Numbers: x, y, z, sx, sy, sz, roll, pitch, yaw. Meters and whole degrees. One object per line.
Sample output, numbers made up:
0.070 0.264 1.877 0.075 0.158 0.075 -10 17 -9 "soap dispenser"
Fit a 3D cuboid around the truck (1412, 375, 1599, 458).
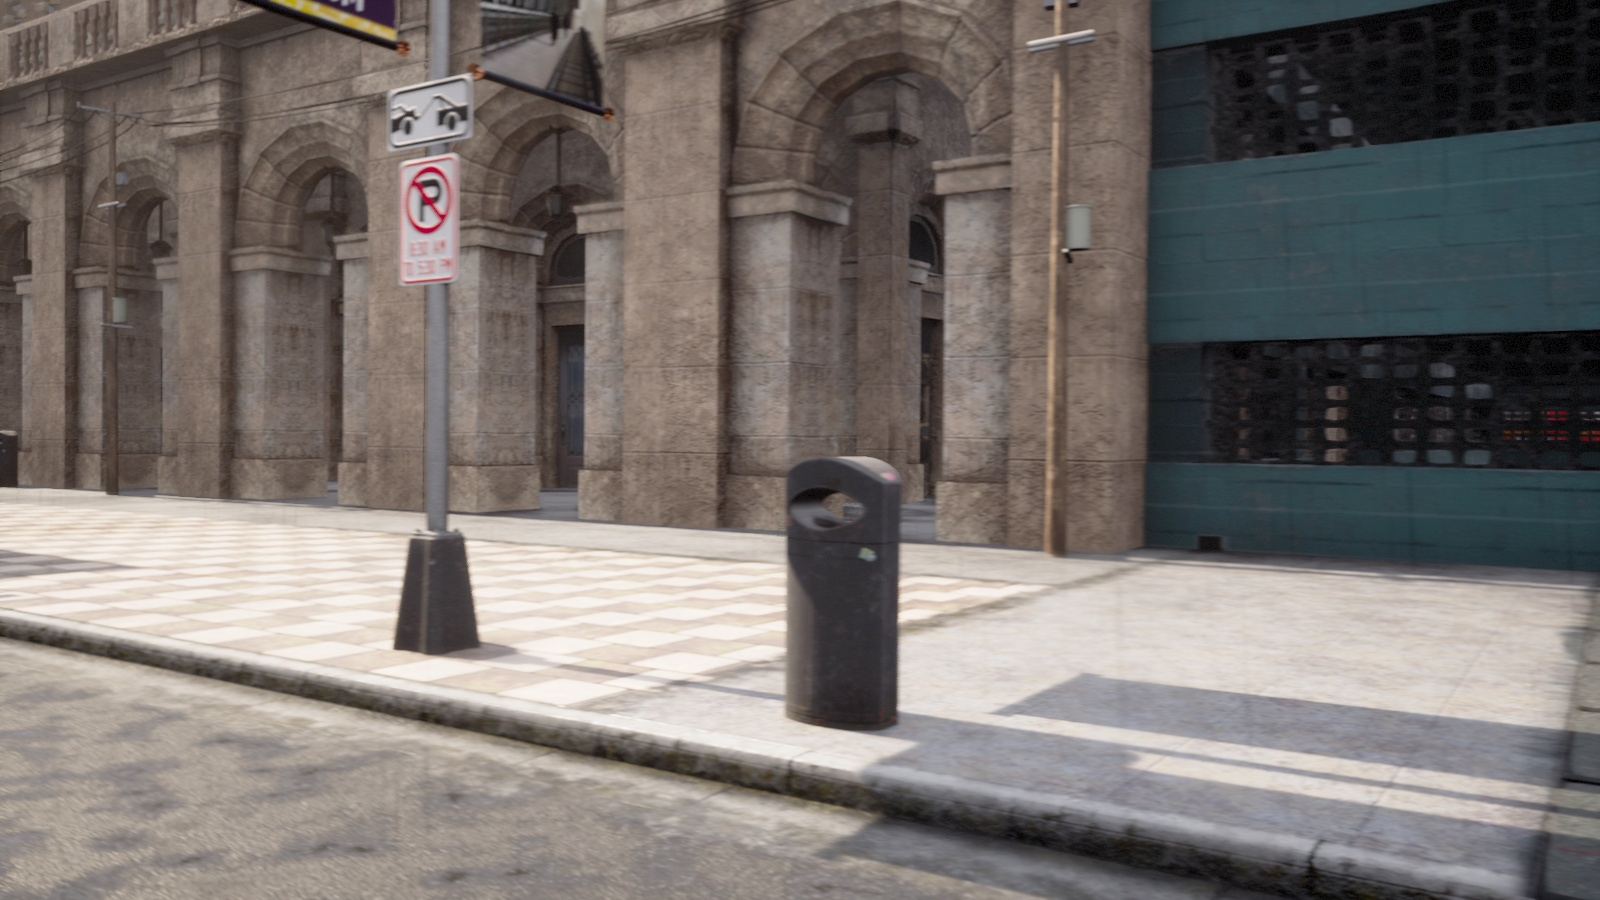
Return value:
34.730 -1.584 61.221 8.468 3.827 2.891 0 1 33 "truck"
